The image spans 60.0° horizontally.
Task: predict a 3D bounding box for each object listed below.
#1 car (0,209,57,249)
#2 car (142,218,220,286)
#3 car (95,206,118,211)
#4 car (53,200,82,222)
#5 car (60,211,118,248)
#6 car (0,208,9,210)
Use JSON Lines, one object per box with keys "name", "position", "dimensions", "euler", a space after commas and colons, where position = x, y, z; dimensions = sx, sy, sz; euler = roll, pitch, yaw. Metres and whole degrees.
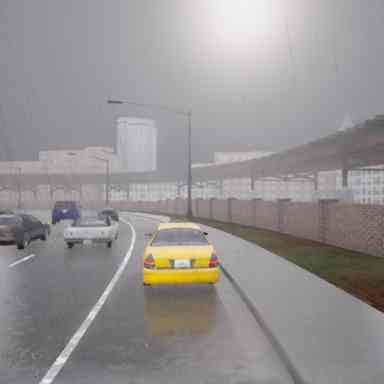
{"name": "car", "position": [-7.995, 1.702, 15.039], "dimensions": [2.033, 1.411, 5.357], "euler": [0, -1, -8]}
{"name": "car", "position": [-0.421, 1.516, 9.572], "dimensions": [1.801, 1.575, 5.366], "euler": [0, -1, -5]}
{"name": "car", "position": [-7.965, 2.093, 31.214], "dimensions": [1.837, 1.490, 4.892], "euler": [0, -1, -17]}
{"name": "car", "position": [-11.242, 1.784, 29.974], "dimensions": [2.150, 2.045, 5.566], "euler": [0, -2, -16]}
{"name": "car", "position": [-4.548, 1.762, 15.645], "dimensions": [1.895, 1.301, 4.718], "euler": [0, -1, -8]}
{"name": "car", "position": [-20.627, 2.399, 35.864], "dimensions": [1.895, 1.301, 4.718], "euler": [0, -2, -21]}
